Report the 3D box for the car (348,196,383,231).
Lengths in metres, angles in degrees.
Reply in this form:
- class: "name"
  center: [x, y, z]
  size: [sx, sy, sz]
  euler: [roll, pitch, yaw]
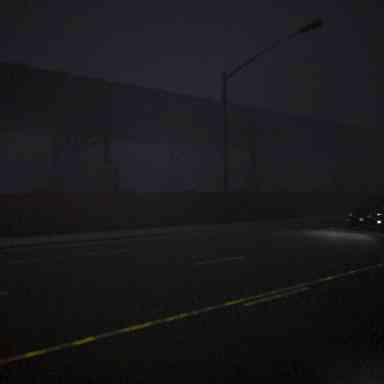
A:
- class: "car"
  center: [12.327, 1.297, 21.388]
  size: [5.566, 2.045, 2.150]
  euler: [0, 0, -35]
